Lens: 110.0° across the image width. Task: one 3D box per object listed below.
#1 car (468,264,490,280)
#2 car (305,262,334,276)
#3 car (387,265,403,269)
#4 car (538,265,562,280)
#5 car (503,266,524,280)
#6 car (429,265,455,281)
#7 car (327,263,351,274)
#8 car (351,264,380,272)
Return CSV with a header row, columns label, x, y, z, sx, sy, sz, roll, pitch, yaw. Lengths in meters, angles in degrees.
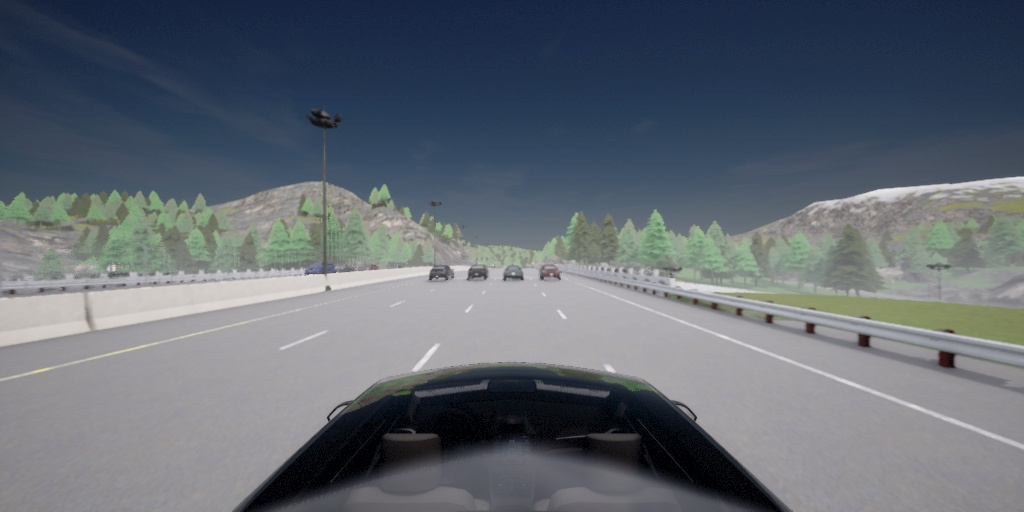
label,x,y,z,sx,sy,sz,roll,pitch,yaw
car,-3.364,1.600,36.622,1.882,1.535,5.008,-1,-1,0
car,-27.958,1.876,52.718,2.150,2.045,5.566,-1,-1,1
car,-17.463,2.071,53.309,1.837,1.490,4.892,-1,-1,1
car,3.625,1.563,35.183,1.812,1.442,4.674,-1,-1,0
car,0.132,1.639,35.505,1.994,1.385,4.181,-1,-1,0
car,-6.869,1.646,35.341,1.837,1.490,4.892,-1,-1,0
car,-24.461,2.151,52.022,2.033,1.411,5.357,-1,-1,1
car,-20.977,1.924,52.130,2.097,1.767,4.553,-1,-1,1
